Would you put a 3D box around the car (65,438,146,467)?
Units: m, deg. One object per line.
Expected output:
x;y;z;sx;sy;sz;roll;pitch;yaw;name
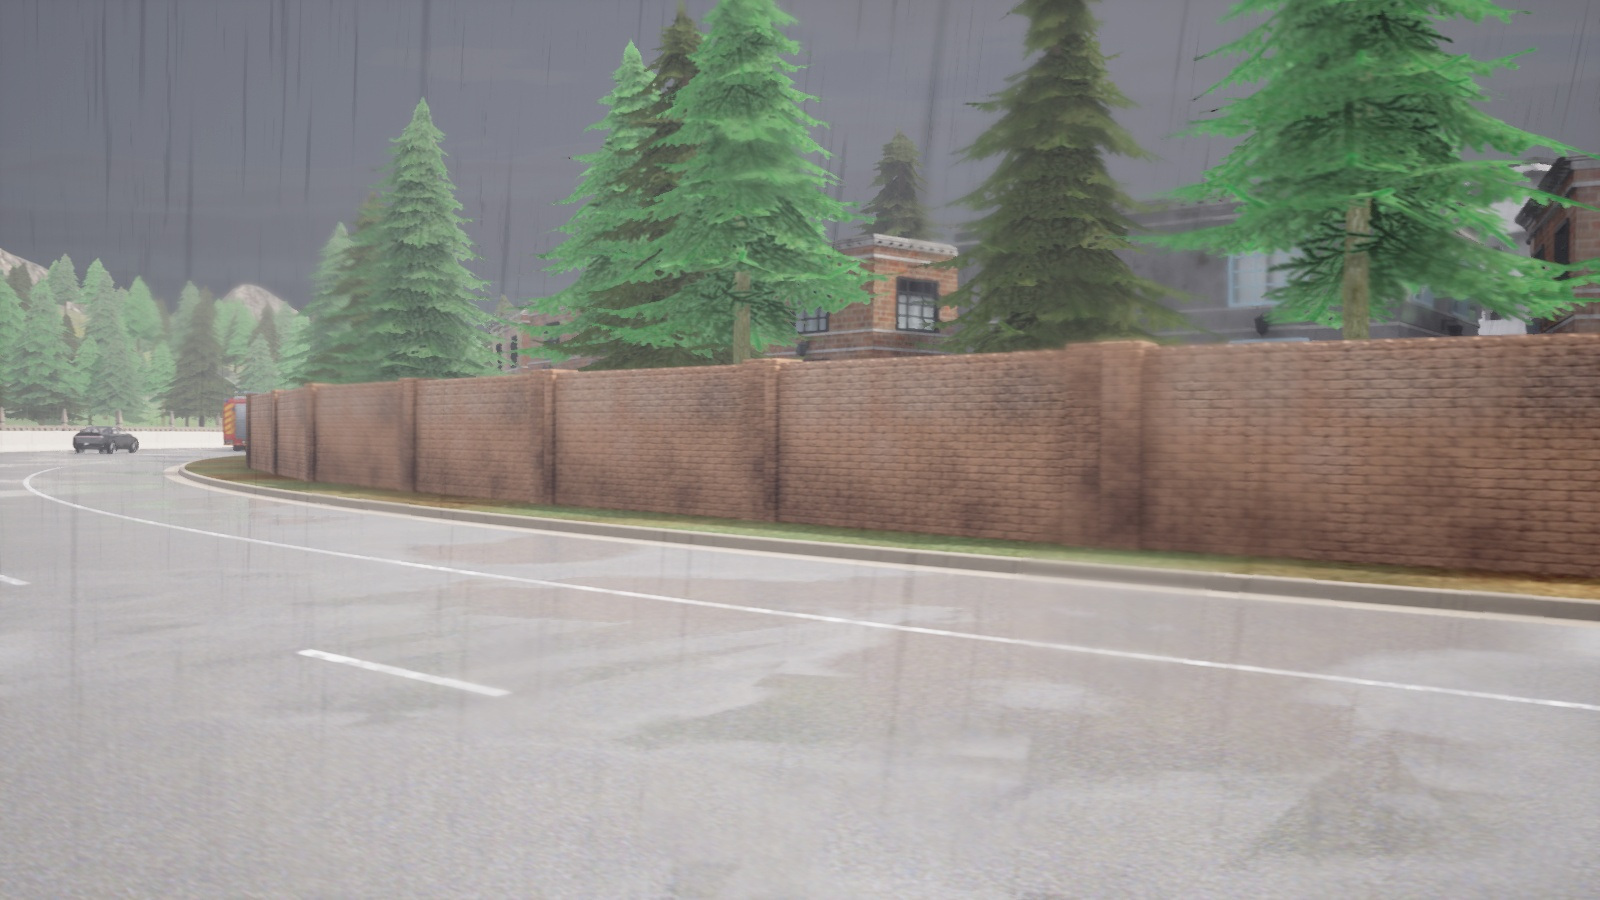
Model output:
-37.976;0.110;68.834;2.128;1.511;4.902;-1;1;-6;car

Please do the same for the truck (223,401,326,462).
-34.905;-1.236;83.762;2.891;3.827;8.468;-1;1;3;truck
